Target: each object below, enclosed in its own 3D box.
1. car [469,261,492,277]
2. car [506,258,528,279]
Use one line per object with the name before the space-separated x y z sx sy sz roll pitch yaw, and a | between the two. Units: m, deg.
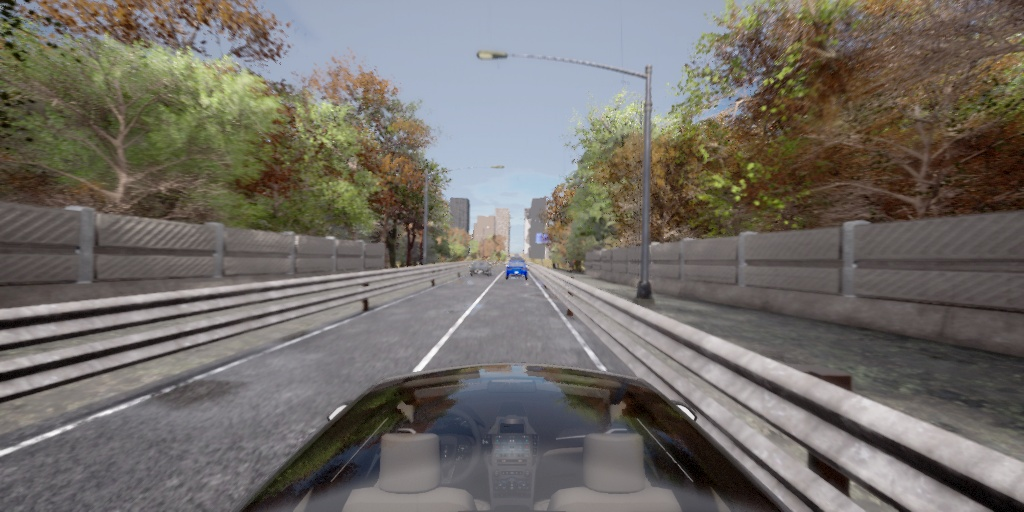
car | -2.977 1.219 34.753 1.837 1.490 4.892 1 -1 1
car | 0.429 1.252 32.883 1.882 1.535 5.008 1 0 1
